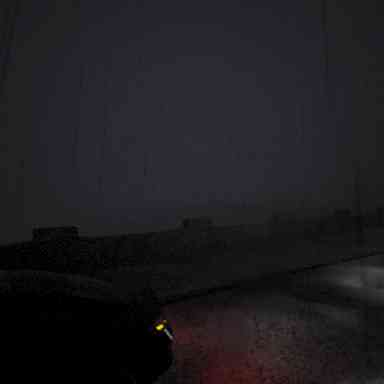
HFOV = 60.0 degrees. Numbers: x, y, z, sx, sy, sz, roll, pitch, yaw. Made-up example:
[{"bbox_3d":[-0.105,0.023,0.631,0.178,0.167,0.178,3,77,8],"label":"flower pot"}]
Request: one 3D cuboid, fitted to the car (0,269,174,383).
[{"bbox_3d":[-2.346,1.526,2.881,4.674,1.442,1.812,0,0,-37],"label":"car"}]
